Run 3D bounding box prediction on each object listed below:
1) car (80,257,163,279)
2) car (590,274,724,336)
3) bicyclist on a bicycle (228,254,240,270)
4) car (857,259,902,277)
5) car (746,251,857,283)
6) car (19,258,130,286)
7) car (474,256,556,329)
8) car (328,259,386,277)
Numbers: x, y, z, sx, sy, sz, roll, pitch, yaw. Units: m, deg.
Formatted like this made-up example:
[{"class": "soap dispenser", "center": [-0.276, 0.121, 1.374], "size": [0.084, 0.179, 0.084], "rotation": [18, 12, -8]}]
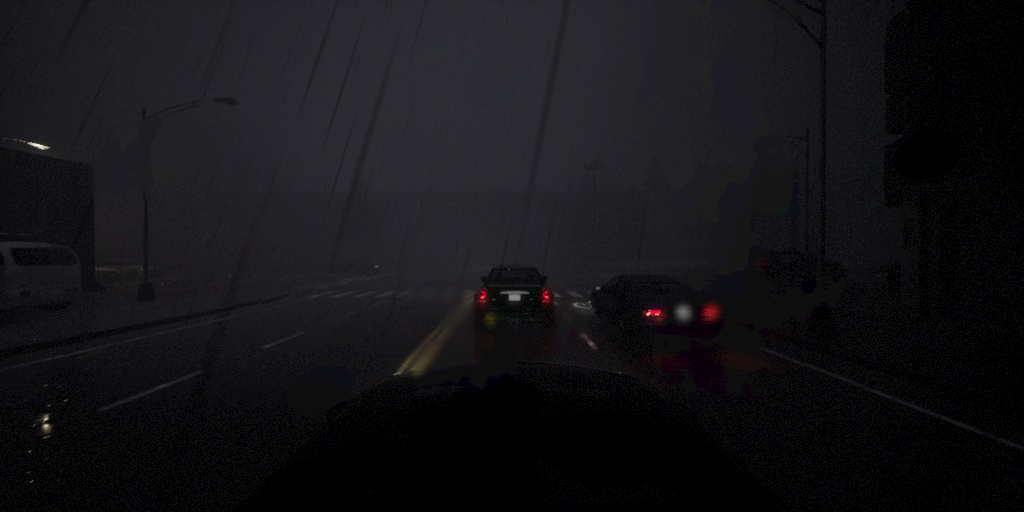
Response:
[{"class": "car", "center": [-29.118, 0.972, 26.963], "size": [4.674, 1.442, 1.812], "rotation": [0, 1, 0]}, {"class": "car", "center": [3.586, 1.215, 9.985], "size": [2.033, 1.411, 5.357], "rotation": [0, 1, 0]}, {"class": "bicyclist on a bicycle", "center": [-29.422, 0.639, 37.941], "size": [0.582, 1.620, 1.656], "rotation": [0, 1, 0]}, {"class": "car", "center": [30.224, 0.955, 28.517], "size": [4.674, 1.442, 1.812], "rotation": [0, 0, 21]}, {"class": "car", "center": [18.634, 0.700, 23.614], "size": [5.566, 2.045, 2.150], "rotation": [0, 1, 4]}, {"class": "car", "center": [-28.469, 1.007, 23.452], "size": [4.674, 1.442, 1.812], "rotation": [0, 1, 0]}, {"class": "car", "center": [0.060, 1.013, 10.966], "size": [2.097, 1.767, 4.553], "rotation": [0, 1, 0]}, {"class": "car", "center": [-13.188, 0.958, 30.585], "size": [4.674, 1.442, 1.812], "rotation": [1, 0, 6]}]
